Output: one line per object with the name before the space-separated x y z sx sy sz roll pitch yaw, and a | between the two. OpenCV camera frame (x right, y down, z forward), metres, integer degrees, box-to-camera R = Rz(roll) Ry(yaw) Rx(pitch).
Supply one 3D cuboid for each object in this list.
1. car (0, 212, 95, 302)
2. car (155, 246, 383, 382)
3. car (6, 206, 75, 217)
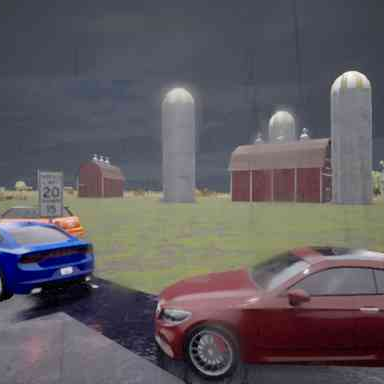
car | -4.500 1.480 8.424 5.008 1.535 1.882 0 0 39
car | 1.826 1.543 4.747 4.674 1.442 1.812 1 0 2
car | -7.146 1.368 14.316 4.553 1.767 2.097 0 0 12
